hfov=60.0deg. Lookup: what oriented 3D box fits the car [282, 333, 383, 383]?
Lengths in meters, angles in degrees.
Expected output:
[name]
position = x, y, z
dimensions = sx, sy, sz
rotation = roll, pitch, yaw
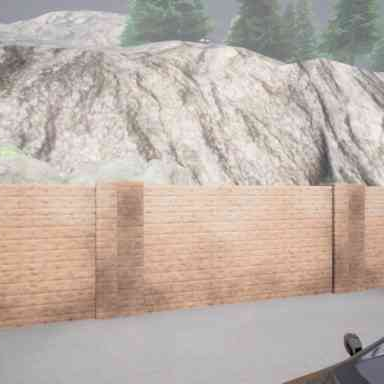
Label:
[car]
position = 2.207, 1.492, 1.887
dimensions = 4.902, 1.511, 2.128
rotation = 0, 0, -18
